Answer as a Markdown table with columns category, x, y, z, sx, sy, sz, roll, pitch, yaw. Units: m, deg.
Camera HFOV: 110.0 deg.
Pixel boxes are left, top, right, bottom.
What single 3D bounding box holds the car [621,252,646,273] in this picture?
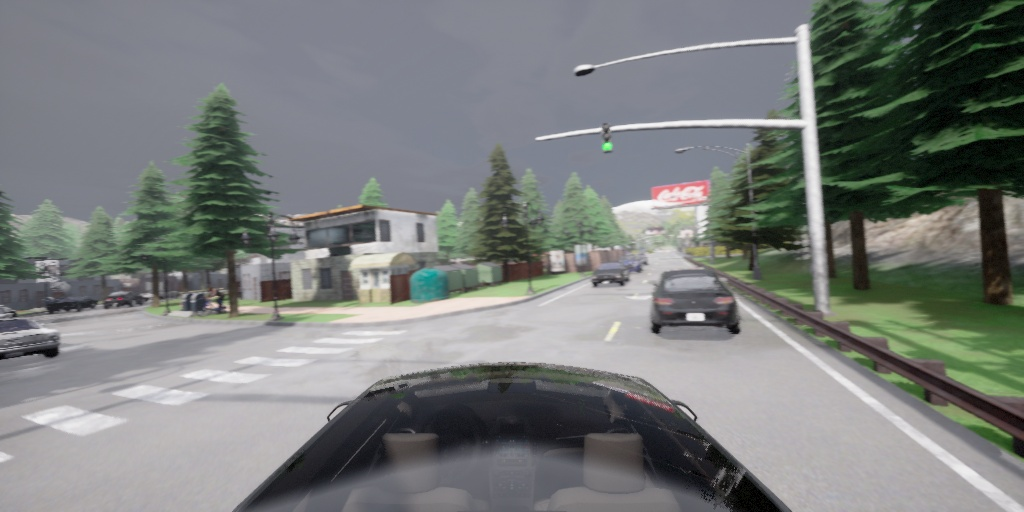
| category | x | y | z | sx | sy | sz | roll | pitch | yaw |
| --- | --- | --- | --- | --- | --- | --- | --- | --- | --- |
| car | 10.743 | 0.640 | 32.914 | 2.097 | 1.767 | 4.553 | -4 | -1 | 23 |

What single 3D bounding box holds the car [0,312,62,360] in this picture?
| category | x | y | z | sx | sy | sz | roll | pitch | yaw |
| --- | --- | --- | --- | --- | --- | --- | --- | --- | --- |
| car | -16.354 | 2.677 | 11.362 | 4.718 | 1.301 | 1.895 | -4 | -1 | 27 |

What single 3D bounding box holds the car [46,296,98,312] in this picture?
| category | x | y | z | sx | sy | sz | roll | pitch | yaw |
| --- | --- | --- | --- | --- | --- | --- | --- | --- | --- |
| car | -40.873 | 4.494 | 33.413 | 1.895 | 1.301 | 4.718 | -4 | -1 | -33 |

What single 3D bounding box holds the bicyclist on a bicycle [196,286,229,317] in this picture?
| category | x | y | z | sx | sy | sz | roll | pitch | yaw |
| --- | --- | --- | --- | --- | --- | --- | --- | --- | --- |
| bicyclist on a bicycle | -16.235 | 2.436 | 19.561 | 0.582 | 1.620 | 1.656 | -4 | 0 | 30 |

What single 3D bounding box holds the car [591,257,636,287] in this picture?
| category | x | y | z | sx | sy | sz | roll | pitch | yaw |
| --- | --- | --- | --- | --- | --- | --- | --- | --- | --- |
| car | 6.290 | 1.048 | 22.554 | 2.033 | 1.411 | 5.357 | -4 | -1 | 23 |

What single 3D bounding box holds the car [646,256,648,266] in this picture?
| category | x | y | z | sx | sy | sz | roll | pitch | yaw |
| --- | --- | --- | --- | --- | --- | --- | --- | --- | --- |
| car | 16.597 | 0.499 | 46.440 | 2.128 | 1.511 | 4.902 | -4 | 0 | 23 |

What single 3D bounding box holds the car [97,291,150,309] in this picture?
| category | x | y | z | sx | sy | sz | roll | pitch | yaw |
| --- | --- | --- | --- | --- | --- | --- | --- | --- | --- |
| car | -36.888 | 4.138 | 34.182 | 1.837 | 1.490 | 4.892 | -4 | -1 | -33 |

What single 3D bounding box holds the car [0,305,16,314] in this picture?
| category | x | y | z | sx | sy | sz | roll | pitch | yaw |
| --- | --- | --- | --- | --- | --- | --- | --- | --- | --- |
| car | -27.844 | 3.382 | 18.885 | 5.008 | 1.535 | 1.882 | -4 | -1 | 40 |

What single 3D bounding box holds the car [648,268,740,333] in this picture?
| category | x | y | z | sx | sy | sz | roll | pitch | yaw |
| --- | --- | --- | --- | --- | --- | --- | --- | --- | --- |
| car | 4.678 | 1.037 | 9.533 | 1.812 | 1.442 | 4.674 | -4 | 0 | 23 |

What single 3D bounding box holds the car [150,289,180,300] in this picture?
| category | x | y | z | sx | sy | sz | roll | pitch | yaw |
| --- | --- | --- | --- | --- | --- | --- | --- | --- | --- |
| car | -42.017 | 4.649 | 43.025 | 1.895 | 1.301 | 4.718 | -4 | -1 | -22 |
